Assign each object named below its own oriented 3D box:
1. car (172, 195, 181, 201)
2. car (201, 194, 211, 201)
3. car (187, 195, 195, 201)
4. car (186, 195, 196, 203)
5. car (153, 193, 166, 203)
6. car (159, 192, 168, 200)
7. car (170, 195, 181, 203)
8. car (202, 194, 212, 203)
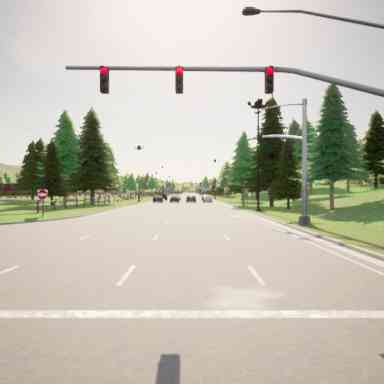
[{"bbox_3d":[-3.687,1.409,80.808,1.895,1.301,4.718,0,0,0],"label":"car"},{"bbox_3d":[3.313,1.339,80.794,2.128,1.511,4.902,0,0,0],"label":"car"},{"bbox_3d":[-0.187,1.366,80.786,1.994,1.385,4.181,0,0,0],"label":"car"},{"bbox_3d":[-0.164,1.330,70.720,2.097,1.767,4.553,0,0,0],"label":"car"},{"bbox_3d":[-7.163,1.453,70.350,1.882,1.535,5.008,0,0,0],"label":"car"},{"bbox_3d":[-7.187,1.039,80.800,2.150,2.045,5.566,0,0,0],"label":"car"},{"bbox_3d":[-3.663,1.475,70.358,1.837,1.490,4.892,0,0,0],"label":"car"},{"bbox_3d":[3.336,1.500,70.791,1.812,1.442,4.674,0,0,0],"label":"car"}]
